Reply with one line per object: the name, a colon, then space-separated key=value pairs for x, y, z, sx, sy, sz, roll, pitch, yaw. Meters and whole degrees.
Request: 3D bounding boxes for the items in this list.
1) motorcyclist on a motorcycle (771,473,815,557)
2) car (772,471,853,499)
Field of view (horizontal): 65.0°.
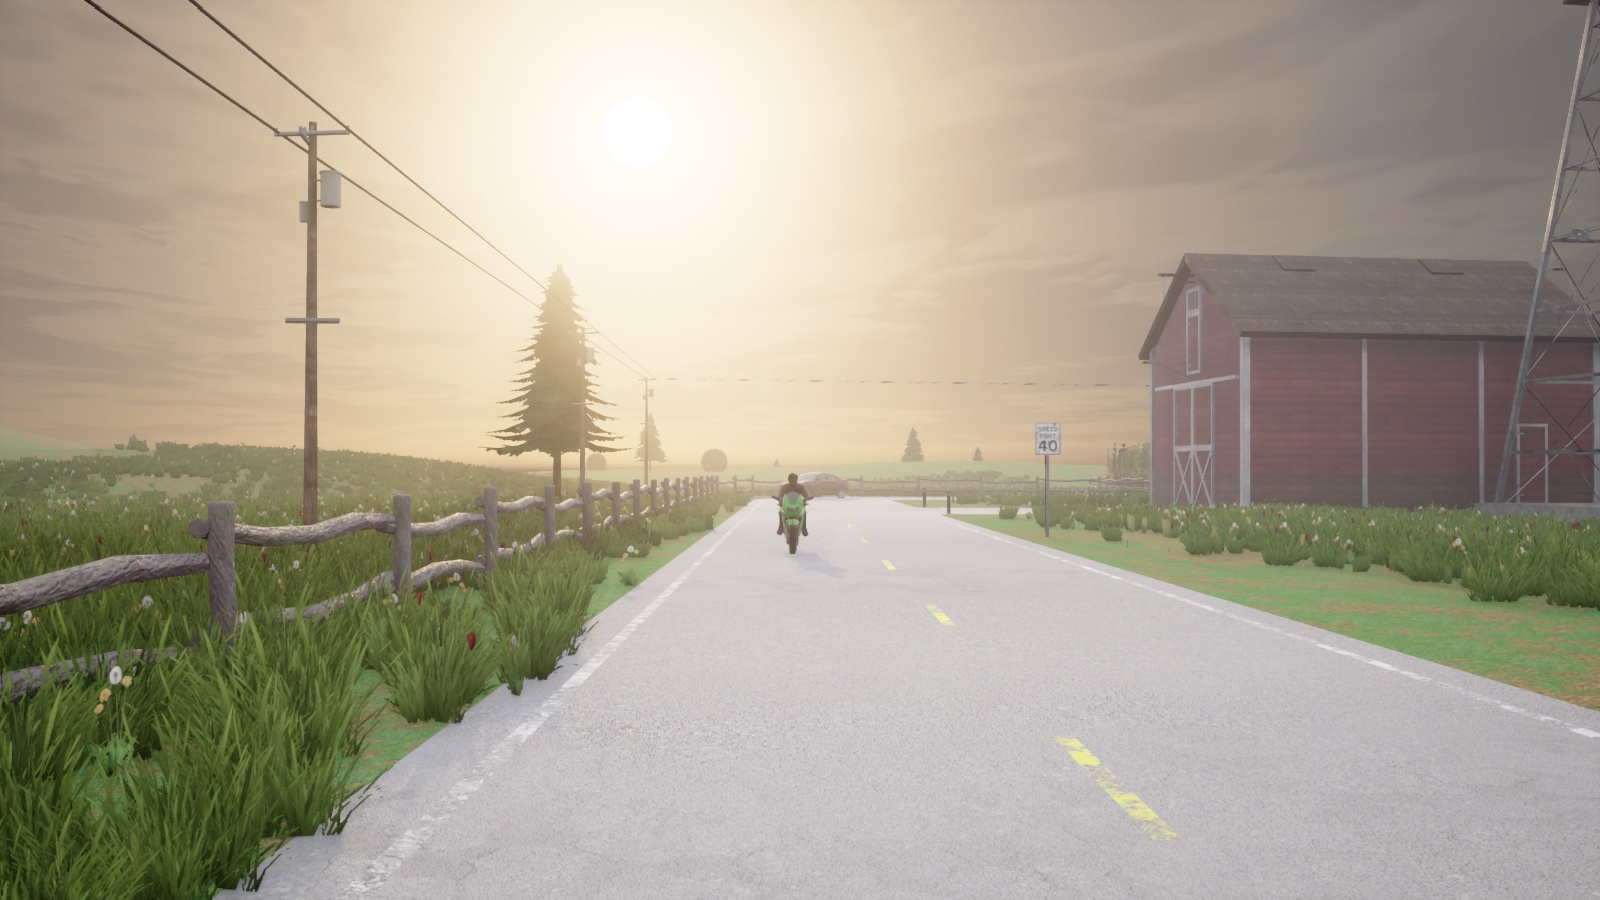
motorcyclist on a motorcycle: x=-0.126 y=1.198 z=23.935 sx=0.797 sy=1.523 sz=2.044 roll=0 pitch=-1 yaw=0
car: x=0.737 y=1.982 z=71.188 sx=1.882 sy=1.535 sz=5.008 roll=-2 pitch=-2 yaw=38
